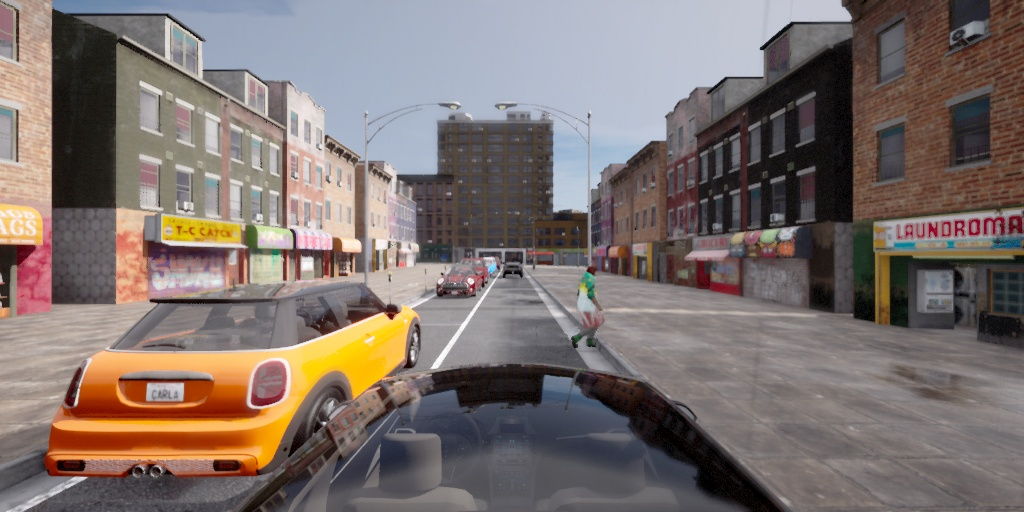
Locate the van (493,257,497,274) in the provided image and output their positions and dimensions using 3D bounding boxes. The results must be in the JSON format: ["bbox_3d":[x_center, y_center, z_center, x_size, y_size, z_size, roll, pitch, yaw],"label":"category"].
[{"bbox_3d":[-2.658,1.074,34.878,1.690,1.789,3.998,0,0,0],"label":"van"}]

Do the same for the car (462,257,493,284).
[{"bbox_3d":[-2.652,1.056,23.989,2.192,1.841,5.009,0,0,0],"label":"car"}]

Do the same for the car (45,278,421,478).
[{"bbox_3d":[-2.755,1.100,4.974,2.097,1.767,4.553,0,0,0],"label":"car"}]

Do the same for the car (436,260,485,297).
[{"bbox_3d":[-2.649,1.185,18.544,1.967,1.591,4.097,0,0,0],"label":"car"}]

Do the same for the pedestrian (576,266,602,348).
[{"bbox_3d":[1.669,1.042,7.788,0.375,1.860,0.375,0,0,0],"label":"pedestrian"}]

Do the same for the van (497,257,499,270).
[{"bbox_3d":[-2.661,1.068,40.322,1.690,1.789,3.998,0,0,0],"label":"van"}]

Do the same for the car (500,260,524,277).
[{"bbox_3d":[0.069,1.237,34.378,1.837,1.490,4.892,0,0,0],"label":"car"}]
